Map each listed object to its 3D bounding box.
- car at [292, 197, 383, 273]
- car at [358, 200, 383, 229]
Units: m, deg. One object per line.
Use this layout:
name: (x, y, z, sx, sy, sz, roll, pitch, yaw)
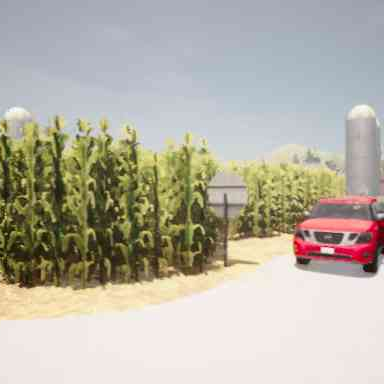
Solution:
car: (5.147, 1.204, 11.185, 2.150, 2.045, 5.566, 0, 0, 34)
car: (12.155, 1.393, 21.601, 1.837, 1.490, 4.892, 0, 1, 34)
